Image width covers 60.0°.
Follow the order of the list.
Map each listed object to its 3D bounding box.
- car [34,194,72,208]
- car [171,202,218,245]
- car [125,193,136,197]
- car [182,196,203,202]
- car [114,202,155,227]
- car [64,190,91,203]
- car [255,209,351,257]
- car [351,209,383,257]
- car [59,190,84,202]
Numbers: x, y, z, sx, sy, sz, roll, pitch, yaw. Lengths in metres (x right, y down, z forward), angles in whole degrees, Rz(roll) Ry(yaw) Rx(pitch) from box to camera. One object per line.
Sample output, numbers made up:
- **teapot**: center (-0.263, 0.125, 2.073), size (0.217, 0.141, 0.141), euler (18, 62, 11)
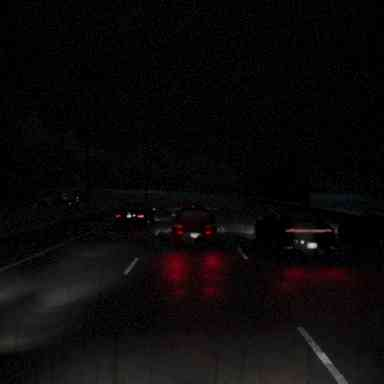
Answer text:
- **car**: center (-14.119, 1.183, 33.457), size (1.812, 1.442, 4.674), euler (0, 0, 0)
- **car**: center (0.089, 1.377, 14.465), size (1.812, 1.442, 4.674), euler (0, 1, 0)
- **car**: center (-13.615, 0.829, 74.405), size (1.895, 1.301, 4.718), euler (0, 1, 1)
- **car**: center (0.075, 1.144, 32.640), size (1.882, 1.535, 5.008), euler (0, 1, 0)
- **car**: center (-3.416, 1.336, 20.597), size (2.033, 1.411, 5.357), euler (0, 1, 0)
- **car**: center (-17.584, 0.835, 50.663), size (2.097, 1.767, 4.553), euler (0, 1, 1)
- **car**: center (3.592, 1.364, 12.374), size (2.128, 1.511, 4.902), euler (0, 1, 0)
- **car**: center (7.091, 1.367, 12.102), size (2.128, 1.511, 4.902), euler (0, 1, 0)
- **car**: center (-20.994, 0.626, 58.305), size (2.150, 2.045, 5.566), euler (0, 1, 1)
